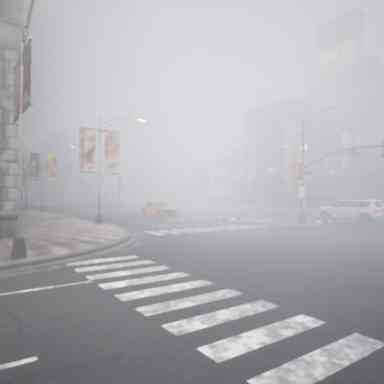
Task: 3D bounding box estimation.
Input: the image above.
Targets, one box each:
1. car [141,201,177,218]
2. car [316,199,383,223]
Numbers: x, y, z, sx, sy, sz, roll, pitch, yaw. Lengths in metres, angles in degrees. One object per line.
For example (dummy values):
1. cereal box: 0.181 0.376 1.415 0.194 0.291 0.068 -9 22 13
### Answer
1. car: -3.373 1.689 33.489 1.882 1.535 5.008 1 -1 -36
2. car: 14.011 1.656 29.538 5.566 2.045 2.150 0 1 44
